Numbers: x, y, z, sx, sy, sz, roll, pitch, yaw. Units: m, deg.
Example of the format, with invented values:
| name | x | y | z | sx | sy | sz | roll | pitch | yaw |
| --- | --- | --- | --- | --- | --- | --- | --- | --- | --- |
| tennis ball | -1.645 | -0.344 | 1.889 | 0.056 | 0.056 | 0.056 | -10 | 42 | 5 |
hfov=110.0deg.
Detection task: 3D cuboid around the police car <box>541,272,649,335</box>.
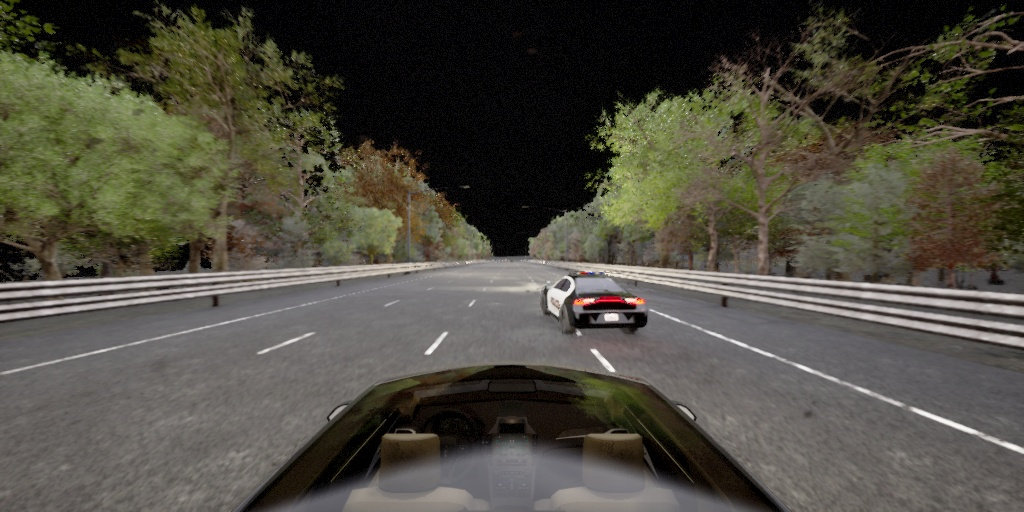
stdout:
| name | x | y | z | sx | sy | sz | roll | pitch | yaw |
| --- | --- | --- | --- | --- | --- | --- | --- | --- | --- |
| police car | 2.149 | 1.272 | 10.894 | 2.038 | 1.542 | 4.974 | 0 | 0 | -5 |
